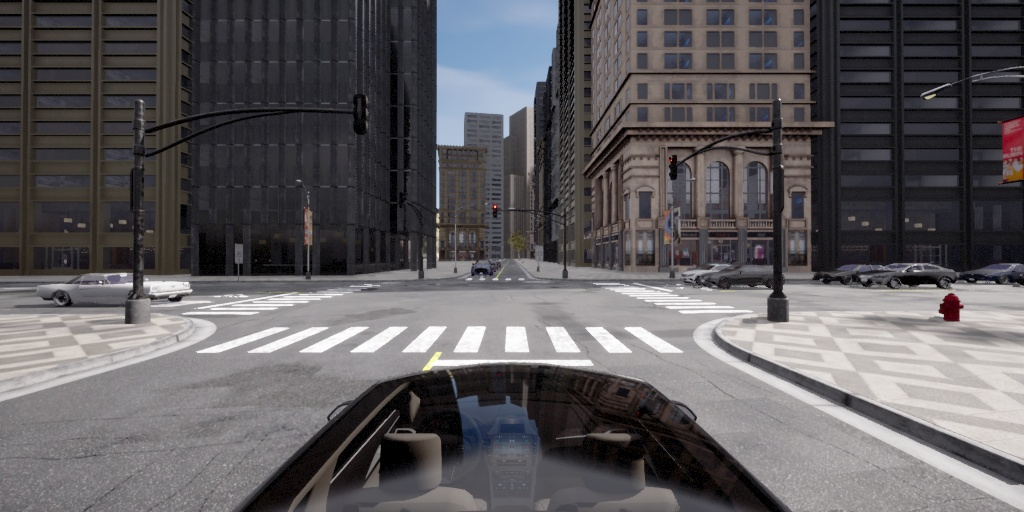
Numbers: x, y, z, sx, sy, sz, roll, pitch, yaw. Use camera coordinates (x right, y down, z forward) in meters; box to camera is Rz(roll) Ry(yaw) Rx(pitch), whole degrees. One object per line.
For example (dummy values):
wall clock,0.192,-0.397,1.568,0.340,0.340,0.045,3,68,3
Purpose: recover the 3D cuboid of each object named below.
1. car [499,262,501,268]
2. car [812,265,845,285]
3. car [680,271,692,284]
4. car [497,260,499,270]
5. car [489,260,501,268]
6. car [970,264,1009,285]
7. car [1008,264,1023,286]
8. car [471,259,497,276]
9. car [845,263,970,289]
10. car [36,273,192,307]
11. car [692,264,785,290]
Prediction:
car,-3.052,1.401,55.417,1.994,1.385,4.181,0,0,0
car,24.213,1.262,24.969,5.357,1.411,2.033,0,0,0
car,14.224,1.265,24.971,4.674,1.442,1.812,0,0,0
car,-3.056,1.378,46.386,1.994,1.385,4.181,0,0,0
car,-3.028,1.431,65.384,1.994,1.385,4.181,0,0,0
car,34.648,1.237,24.975,5.357,1.411,2.033,0,0,-1
car,33.685,1.232,21.718,4.181,1.385,1.994,0,0,0
car,-3.046,1.146,37.614,2.097,1.767,4.553,0,0,0
car,23.779,1.183,21.717,4.902,1.511,2.128,0,0,0
car,-16.375,1.367,14.983,4.718,1.301,1.895,0,0,0
car,13.843,1.242,21.688,4.674,1.442,1.812,0,0,-1
